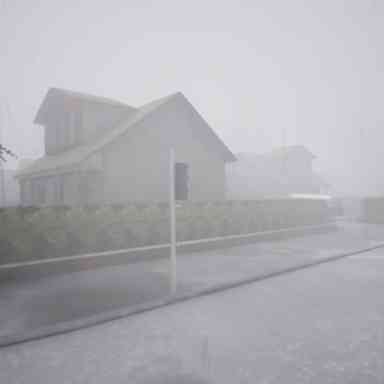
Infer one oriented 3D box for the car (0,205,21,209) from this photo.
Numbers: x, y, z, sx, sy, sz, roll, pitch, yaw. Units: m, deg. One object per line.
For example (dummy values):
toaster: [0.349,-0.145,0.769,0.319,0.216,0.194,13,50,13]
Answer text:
car: [-13.038,1.634,22.255,3.633,1.501,1.845,0,-1,-43]
